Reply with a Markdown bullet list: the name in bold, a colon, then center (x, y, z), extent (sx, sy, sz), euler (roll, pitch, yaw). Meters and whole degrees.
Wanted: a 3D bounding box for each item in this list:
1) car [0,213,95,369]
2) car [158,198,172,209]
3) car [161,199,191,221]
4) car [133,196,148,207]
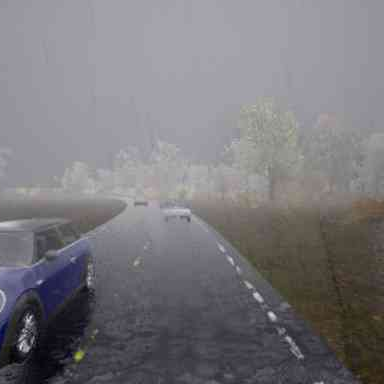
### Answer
- **car**: center (-3.241, 1.335, 5.767), extent (2.097, 1.767, 4.553), euler (0, 0, -2)
- **car**: center (-3.252, 1.442, 42.411), extent (1.895, 1.301, 4.718), euler (0, 0, -9)
- **car**: center (-1.204, 1.505, 25.805), extent (1.895, 1.301, 4.718), euler (0, 0, -5)
- **car**: center (-7.128, 1.308, 46.467), extent (1.882, 1.535, 5.008), euler (0, 0, -9)
